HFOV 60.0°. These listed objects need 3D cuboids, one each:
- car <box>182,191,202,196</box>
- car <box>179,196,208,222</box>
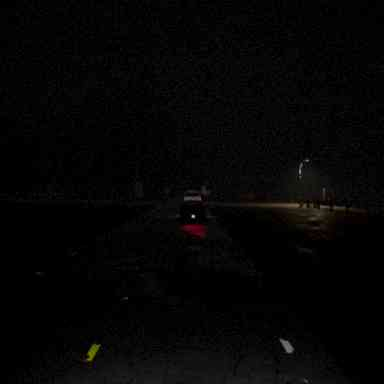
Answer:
[{"bbox_3d":[0.017,0.927,39.825,2.150,2.045,5.566,0,0,-1],"label":"car"},{"bbox_3d":[0.084,1.335,24.486,1.837,1.490,4.892,0,1,0],"label":"car"}]
